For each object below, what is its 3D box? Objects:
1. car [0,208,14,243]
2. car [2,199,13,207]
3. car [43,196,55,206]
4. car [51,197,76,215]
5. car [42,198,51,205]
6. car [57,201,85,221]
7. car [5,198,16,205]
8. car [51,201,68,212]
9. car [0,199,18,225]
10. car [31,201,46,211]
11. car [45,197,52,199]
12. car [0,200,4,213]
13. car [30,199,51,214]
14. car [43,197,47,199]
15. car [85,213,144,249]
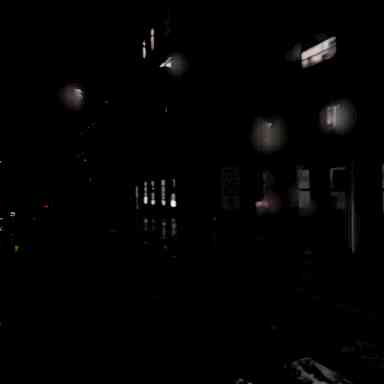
[{"bbox_3d":[-10.384,1.784,16.819,1.994,1.385,4.181,-1,0,-26],"label":"car"},{"bbox_3d":[-39.433,2.340,71.118,1.752,1.417,4.829,-2,0,-26],"label":"car"},{"bbox_3d":[-30.015,1.903,69.731,2.192,1.841,5.009,-2,0,-26],"label":"car"},{"bbox_3d":[-13.082,1.565,34.774,2.192,1.841,5.009,-2,0,-26],"label":"car"},{"bbox_3d":[-34.919,2.211,79.873,1.752,1.417,4.829,-2,0,-26],"label":"car"},{"bbox_3d":[-10.654,1.766,29.782,1.947,1.339,4.313,-2,0,-26],"label":"car"},{"bbox_3d":[-44.348,2.352,81.258,1.967,1.590,4.097,-2,0,-26],"label":"car"},{"bbox_3d":[-17.910,1.929,44.764,1.802,1.307,4.206,-2,0,-26],"label":"car"},{"bbox_3d":[-14.778,1.661,25.911,2.097,1.767,4.553,-1,0,-26],"label":"car"},{"bbox_3d":[-22.767,2.057,49.151,1.895,1.301,4.718,-1,0,-26],"label":"car"},{"bbox_3d":[-22.749,2.010,54.751,1.947,1.339,4.313,-2,0,-26],"label":"car"},{"bbox_3d":[-27.415,2.016,46.301,1.967,1.590,4.097,-2,0,-26],"label":"car"},{"bbox_3d":[-18.482,1.896,40.325,1.812,1.442,4.674,-1,0,-26],"label":"car"},{"bbox_3d":[-25.168,2.043,59.745,2.008,1.369,4.403,-2,0,-26],"label":"car"},{"bbox_3d":[-3.393,1.635,14.803,1.802,1.307,4.206,-2,0,-26],"label":"car"}]
